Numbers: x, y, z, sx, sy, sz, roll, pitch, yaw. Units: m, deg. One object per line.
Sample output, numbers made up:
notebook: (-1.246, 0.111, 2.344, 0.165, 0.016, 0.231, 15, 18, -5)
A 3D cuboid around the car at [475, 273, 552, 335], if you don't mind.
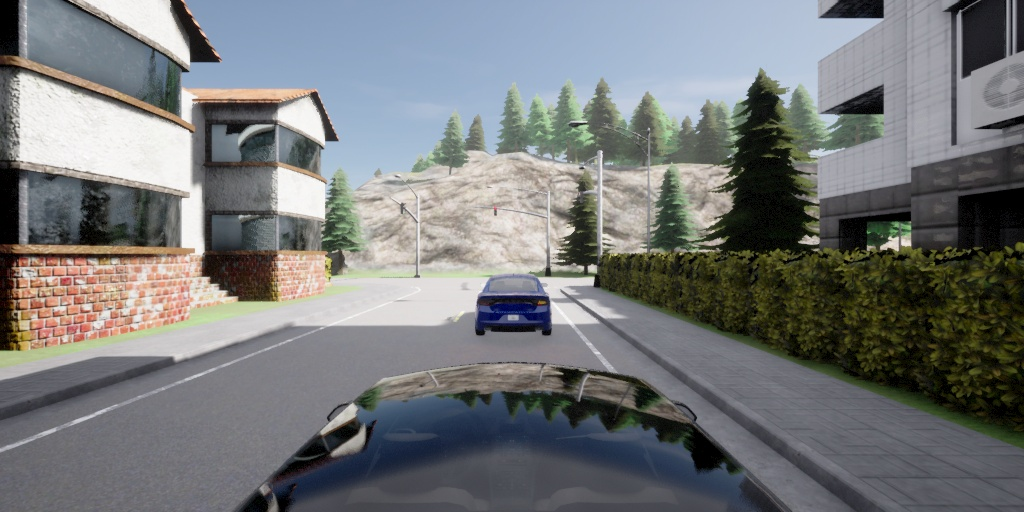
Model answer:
car: (0.050, 1.228, 10.488, 1.882, 1.535, 5.008, 0, 0, 0)
